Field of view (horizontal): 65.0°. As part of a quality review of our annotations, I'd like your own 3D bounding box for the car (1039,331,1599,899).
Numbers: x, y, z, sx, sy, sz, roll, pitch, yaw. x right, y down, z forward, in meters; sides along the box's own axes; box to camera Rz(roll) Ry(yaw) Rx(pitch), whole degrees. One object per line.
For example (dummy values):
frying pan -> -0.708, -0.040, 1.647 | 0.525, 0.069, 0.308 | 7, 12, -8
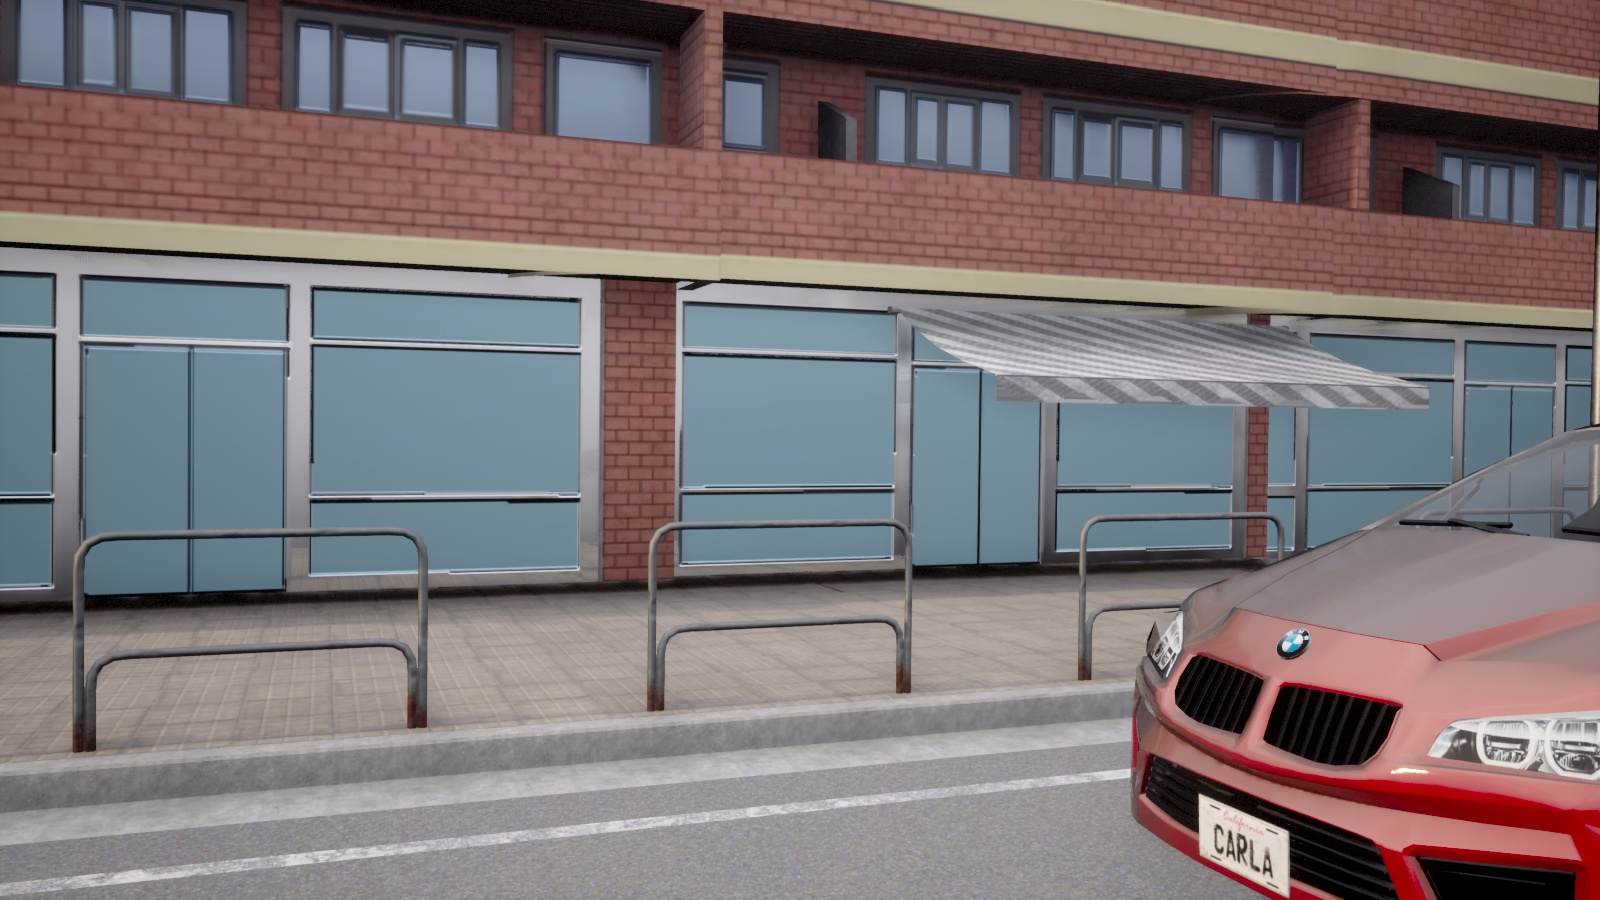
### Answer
car -> 3.469, 0.531, 4.556 | 4.611, 1.667, 2.242 | -1, 1, -21
